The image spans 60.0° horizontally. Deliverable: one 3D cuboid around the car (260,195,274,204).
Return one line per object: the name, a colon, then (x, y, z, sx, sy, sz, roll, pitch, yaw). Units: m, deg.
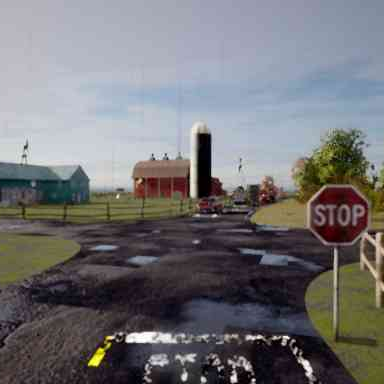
car: (14.116, 1.505, 63.842, 1.812, 1.442, 4.674, 0, 0, 19)

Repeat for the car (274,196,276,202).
car: (17.376, 1.339, 73.303, 1.837, 1.490, 4.892, 0, 0, 19)

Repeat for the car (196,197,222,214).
car: (1.841, 1.329, 34.996, 2.097, 1.767, 4.553, 0, 0, 15)

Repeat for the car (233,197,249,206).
car: (8.292, 1.516, 55.511, 2.033, 1.411, 5.357, 0, 0, 19)
